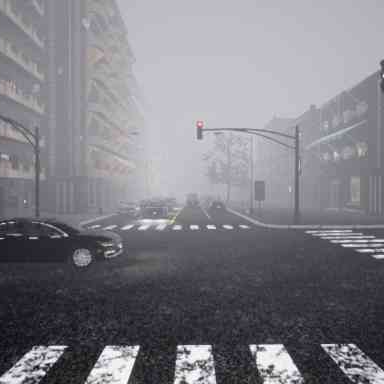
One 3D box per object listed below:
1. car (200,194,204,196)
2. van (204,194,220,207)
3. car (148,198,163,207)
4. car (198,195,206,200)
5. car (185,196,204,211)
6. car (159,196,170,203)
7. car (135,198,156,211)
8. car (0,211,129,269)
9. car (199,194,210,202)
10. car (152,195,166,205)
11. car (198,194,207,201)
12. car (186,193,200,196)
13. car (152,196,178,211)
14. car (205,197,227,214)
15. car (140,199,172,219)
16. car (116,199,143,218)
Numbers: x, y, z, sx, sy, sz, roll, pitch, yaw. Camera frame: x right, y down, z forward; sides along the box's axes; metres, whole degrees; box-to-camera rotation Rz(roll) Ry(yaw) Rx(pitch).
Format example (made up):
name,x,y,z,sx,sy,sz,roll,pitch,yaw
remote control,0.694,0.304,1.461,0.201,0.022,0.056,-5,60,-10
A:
name,x,y,z,sx,sy,sz,roll,pitch,yaw
car,2.686,1.420,52.264,1.967,1.590,4.097,0,0,0
van,2.685,1.327,41.196,1.690,1.788,3.998,0,0,0
car,-5.693,1.562,52.271,1.802,1.307,4.206,0,0,0
car,2.687,1.495,90.998,1.887,1.381,4.507,0,0,0
car,0.101,1.533,41.216,2.033,1.411,5.357,0,0,0
car,-5.693,1.551,68.872,1.802,1.307,4.206,0,0,0
car,-5.693,1.531,41.204,1.887,1.381,4.507,0,0,0
car,-4.755,1.572,10.734,4.892,1.490,1.837,-1,1,-1
car,2.685,1.280,74.398,2.192,1.841,5.009,0,0,0
car,-5.695,1.417,57.804,1.967,1.590,4.097,0,0,0
car,2.686,1.396,85.464,1.967,1.590,4.097,0,0,0
car,0.101,1.197,62.999,2.150,2.045,5.566,0,0,0
car,-3.099,1.535,38.645,2.033,1.411,5.357,0,0,0
car,2.687,1.555,35.663,1.947,1.339,4.313,0,0,0
car,-3.109,1.556,29.297,1.994,1.385,4.181,0,0,-1
car,-5.694,1.542,30.137,2.008,1.369,4.403,0,0,0
